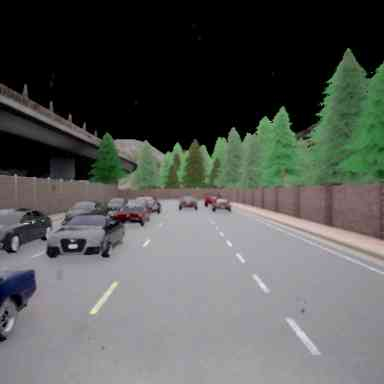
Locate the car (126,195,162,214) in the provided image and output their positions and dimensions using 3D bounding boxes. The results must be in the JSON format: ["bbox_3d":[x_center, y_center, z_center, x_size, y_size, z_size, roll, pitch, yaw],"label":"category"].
[{"bbox_3d":[-3.881,0.954,27.716,1.882,1.535,5.008,0,0,-1],"label":"car"}]

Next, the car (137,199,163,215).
[{"bbox_3d":[-4.010,1.400,32.502,1.994,1.385,4.181,0,0,0],"label":"car"}]

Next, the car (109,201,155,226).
[{"bbox_3d":[-3.896,1.491,22.388,1.895,1.301,4.718,0,0,-1],"label":"car"}]

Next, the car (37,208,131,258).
[{"bbox_3d":[-3.758,1.506,12.423,1.994,1.385,4.181,0,0,-1],"label":"car"}]

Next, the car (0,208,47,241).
[{"bbox_3d":[-7.273,1.450,13.443,1.837,1.490,4.892,0,0,-1],"label":"car"}]

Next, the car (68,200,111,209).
[{"bbox_3d":[-7.414,1.397,23.599,1.837,1.490,4.892,0,0,-1],"label":"car"}]

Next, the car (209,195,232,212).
[{"bbox_3d":[3.070,1.330,35.269,1.812,1.442,4.674,0,0,0],"label":"car"}]

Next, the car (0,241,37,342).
[{"bbox_3d":[-3.637,1.590,3.637,1.895,1.301,4.718,0,0,-1],"label":"car"}]

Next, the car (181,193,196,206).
[{"bbox_3d":[-0.600,1.091,49.072,2.097,1.767,4.553,0,0,-1],"label":"car"}]

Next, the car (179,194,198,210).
[{"bbox_3d":[-0.438,1.147,38.648,2.097,1.767,4.553,0,0,-1],"label":"car"}]

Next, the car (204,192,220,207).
[{"bbox_3d":[2.866,0.970,46.229,2.150,2.045,5.566,0,1,0],"label":"car"}]

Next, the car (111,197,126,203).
[{"bbox_3d":[-7.521,1.342,34.006,1.837,1.490,4.892,0,0,0],"label":"car"}]
